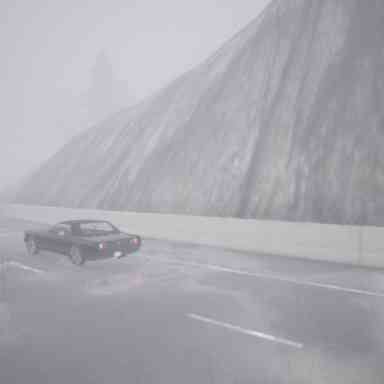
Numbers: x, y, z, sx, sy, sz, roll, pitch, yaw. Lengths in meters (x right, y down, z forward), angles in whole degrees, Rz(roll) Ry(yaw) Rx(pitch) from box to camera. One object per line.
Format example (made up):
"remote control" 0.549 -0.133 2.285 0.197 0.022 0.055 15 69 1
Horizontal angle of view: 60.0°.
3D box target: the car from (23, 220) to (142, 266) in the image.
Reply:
"car" -4.005 1.619 11.644 4.718 1.301 1.895 0 0 39
